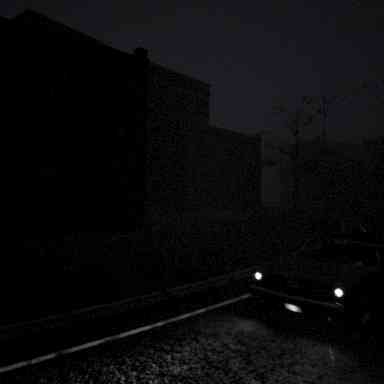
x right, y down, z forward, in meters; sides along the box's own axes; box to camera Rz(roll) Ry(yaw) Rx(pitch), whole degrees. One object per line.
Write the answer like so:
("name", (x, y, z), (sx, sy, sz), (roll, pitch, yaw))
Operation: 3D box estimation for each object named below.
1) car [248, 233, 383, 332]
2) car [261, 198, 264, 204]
("car", (3.219, 1.613, 7.100), (1.895, 1.301, 4.718), (0, 0, 44))
("car", (10.120, 1.155, 56.242), (2.097, 1.767, 4.553), (1, 0, -27))
